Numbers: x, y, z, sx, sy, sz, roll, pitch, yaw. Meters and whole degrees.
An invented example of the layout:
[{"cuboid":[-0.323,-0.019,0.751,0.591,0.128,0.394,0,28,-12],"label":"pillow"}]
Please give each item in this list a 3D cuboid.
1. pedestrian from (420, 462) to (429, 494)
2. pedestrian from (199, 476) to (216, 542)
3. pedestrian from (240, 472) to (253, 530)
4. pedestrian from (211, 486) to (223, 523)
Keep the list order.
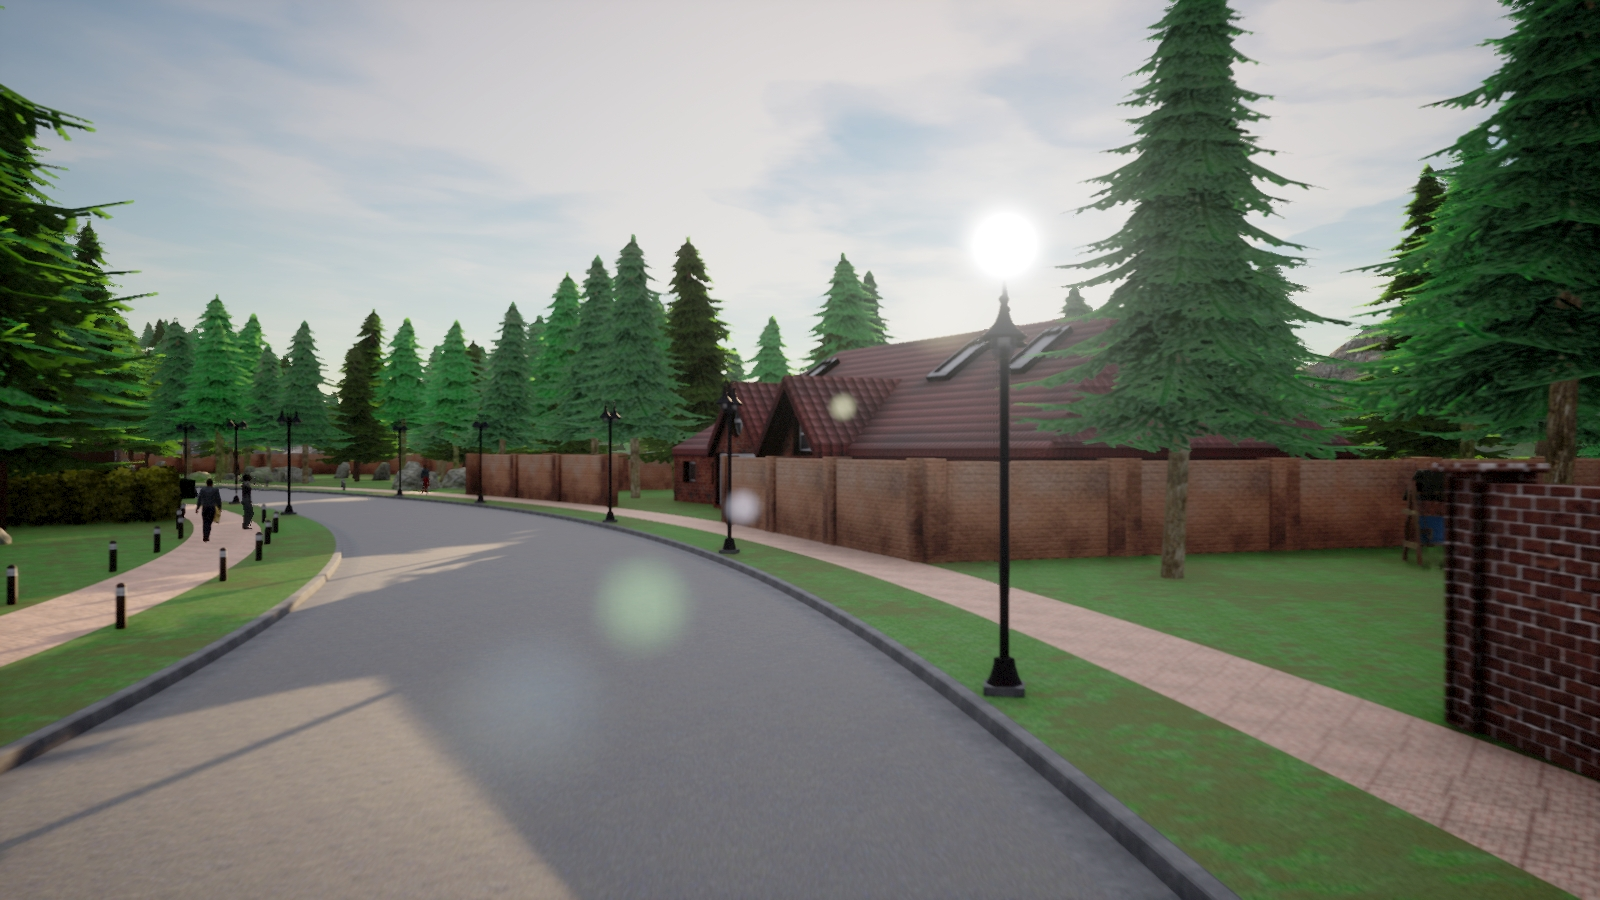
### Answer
[{"cuboid":[-22.431,1.670,68.239,0.375,1.860,0.375,0,0,36],"label":"pedestrian"},{"cuboid":[-16.855,1.664,32.505,0.375,1.860,0.375,0,0,-22],"label":"pedestrian"},{"cuboid":[-18.066,1.665,37.297,0.375,1.860,0.375,0,0,-21],"label":"pedestrian"},{"cuboid":[-20.928,1.945,41.029,0.375,1.300,0.375,0,0,-24],"label":"pedestrian"}]
